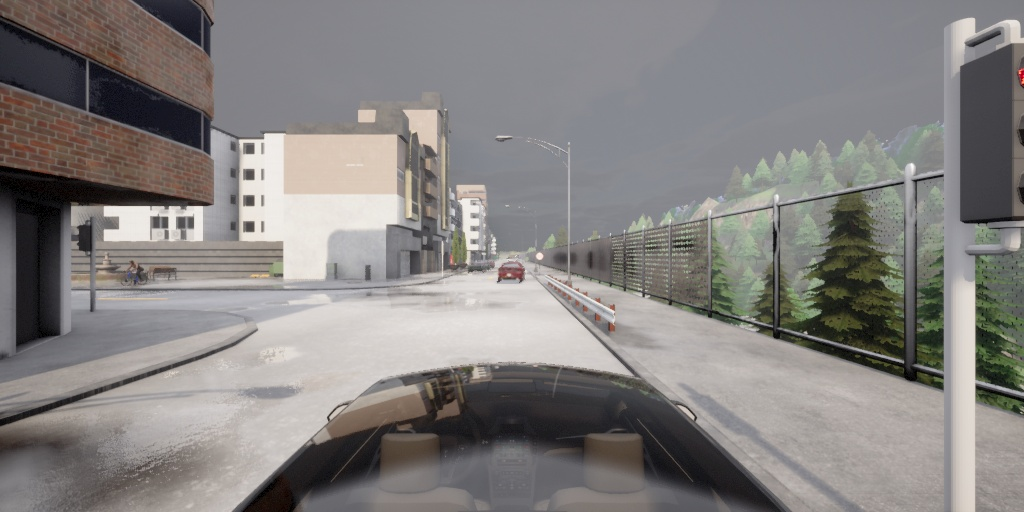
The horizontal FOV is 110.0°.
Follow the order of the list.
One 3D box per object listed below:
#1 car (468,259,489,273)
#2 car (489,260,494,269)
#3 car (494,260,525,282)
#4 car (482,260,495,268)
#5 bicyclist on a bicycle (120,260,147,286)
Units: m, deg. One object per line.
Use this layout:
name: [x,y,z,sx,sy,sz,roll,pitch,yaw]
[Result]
car: [-4.093,1.351,42.403,1.895,1.301,4.718,0,0,0]
car: [-4.087,1.241,51.752,2.128,1.511,4.902,0,0,0]
car: [-0.003,1.227,28.619,1.882,1.535,5.008,1,0,5]
car: [-4.051,1.351,61.888,1.895,1.301,4.718,0,0,0]
bicyclist on a bicycle: [-24.281,1.099,23.054,0.582,1.620,1.656,0,0,0]
